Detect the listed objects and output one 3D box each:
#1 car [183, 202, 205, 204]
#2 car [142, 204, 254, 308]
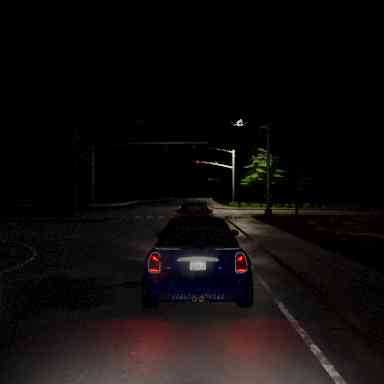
[{"bbox_3d":[0.116,1.337,18.214,2.097,1.767,4.553,0,0,0],"label":"car"},{"bbox_3d":[0.106,1.347,8.093,2.097,1.767,4.553,0,0,0],"label":"car"}]
